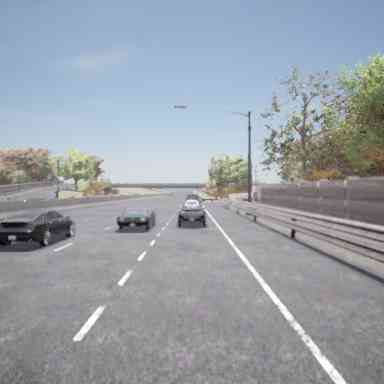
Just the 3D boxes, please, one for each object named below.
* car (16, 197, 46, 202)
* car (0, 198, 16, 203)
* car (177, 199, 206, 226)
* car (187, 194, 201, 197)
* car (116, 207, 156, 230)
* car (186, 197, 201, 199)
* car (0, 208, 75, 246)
[{"bbox_3d":[-21.007,1.473,44.496,2.097,1.767,4.553,0,0,0],"label":"car"},{"bbox_3d":[-24.508,1.559,44.440,2.128,1.511,4.902,0,0,0],"label":"car"},{"bbox_3d":[-0.005,1.513,23.710,2.128,1.511,4.902,0,0,0],"label":"car"},{"bbox_3d":[0.251,1.293,53.020,2.150,2.045,5.566,0,0,4],"label":"car"},{"bbox_3d":[-3.405,1.619,21.275,1.895,1.301,4.718,0,0,0],"label":"car"},{"bbox_3d":[-0.008,1.566,34.790,1.812,1.442,4.674,0,0,0],"label":"car"},{"bbox_3d":[-6.903,1.515,15.185,1.837,1.490,4.892,0,0,0],"label":"car"}]
